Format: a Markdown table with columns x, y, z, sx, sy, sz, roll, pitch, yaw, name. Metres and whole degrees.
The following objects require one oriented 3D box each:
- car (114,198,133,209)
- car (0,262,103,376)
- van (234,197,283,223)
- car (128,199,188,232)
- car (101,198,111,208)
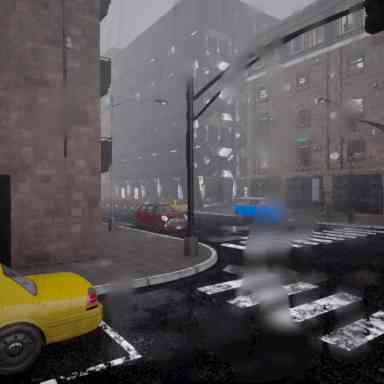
| x | y | z | sx | sy | sz | roll | pitch | yaw | name |
| --- | --- | --- | --- | --- | --- | --- | --- | --- | --- |
| -8.415 | 1.463 | 43.234 | 1.887 | 1.381 | 4.507 | -1 | 0 | -36 | car |
| -3.591 | 1.525 | 4.003 | 4.829 | 1.417 | 1.752 | 0 | 0 | -36 | car |
| 4.898 | 1.280 | 24.914 | 1.690 | 1.788 | 3.998 | 0 | 0 | -36 | van |
| -1.892 | 1.441 | 20.003 | 1.967 | 1.590 | 4.097 | 0 | 0 | -36 | car |
| -11.743 | 1.463 | 47.814 | 1.887 | 1.381 | 4.507 | -1 | 0 | -36 | car |
